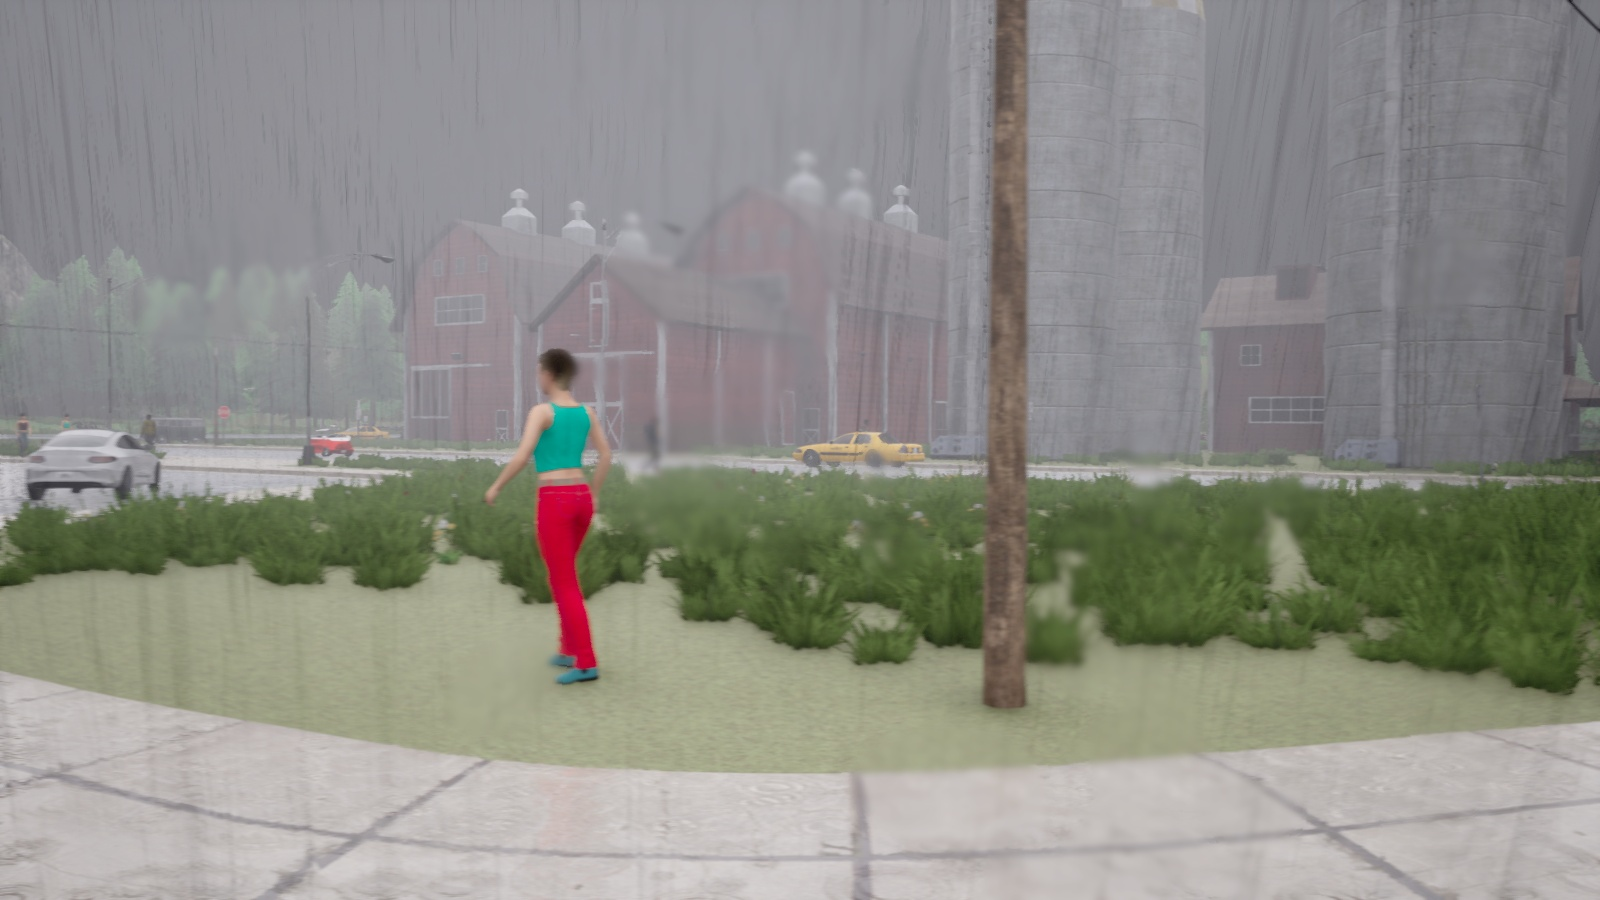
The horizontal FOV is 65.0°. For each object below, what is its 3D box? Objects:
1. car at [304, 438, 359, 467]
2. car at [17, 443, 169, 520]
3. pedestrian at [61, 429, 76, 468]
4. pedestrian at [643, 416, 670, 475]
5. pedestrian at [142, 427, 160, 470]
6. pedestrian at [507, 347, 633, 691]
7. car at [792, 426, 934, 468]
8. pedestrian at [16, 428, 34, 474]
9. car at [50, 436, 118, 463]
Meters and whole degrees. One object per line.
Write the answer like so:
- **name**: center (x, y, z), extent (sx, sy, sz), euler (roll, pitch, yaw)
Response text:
- **car**: center (-22.913, 0.132, 61.389), extent (2.207, 1.376, 1.481), euler (-1, 1, 33)
- **car**: center (-15.198, 0.607, 27.263), extent (1.812, 1.442, 4.674), euler (-1, 1, -16)
- **pedestrian**: center (-34.583, -0.065, 59.336), extent (0.594, 1.836, 0.345), euler (0, 1, 33)
- **pedestrian**: center (-4.496, -0.132, 39.344), extent (0.726, 1.835, 0.370), euler (0, 1, 32)
- **pedestrian**: center (-28.326, -0.072, 54.807), extent (0.709, 1.840, 0.431), euler (0, 1, 37)
- **pedestrian**: center (-1.283, 0.364, 7.003), extent (0.594, 1.836, 0.345), euler (0, 1, 36)
- **car**: center (2.416, -0.122, 49.052), extent (5.366, 1.575, 1.801), euler (0, 1, 33)
- **pedestrian**: center (-30.901, 0.049, 50.087), extent (0.594, 1.836, 0.345), euler (0, 1, 34)
- **car**: center (-45.665, -0.037, 80.066), extent (3.988, 1.617, 1.851), euler (0, 1, 27)
